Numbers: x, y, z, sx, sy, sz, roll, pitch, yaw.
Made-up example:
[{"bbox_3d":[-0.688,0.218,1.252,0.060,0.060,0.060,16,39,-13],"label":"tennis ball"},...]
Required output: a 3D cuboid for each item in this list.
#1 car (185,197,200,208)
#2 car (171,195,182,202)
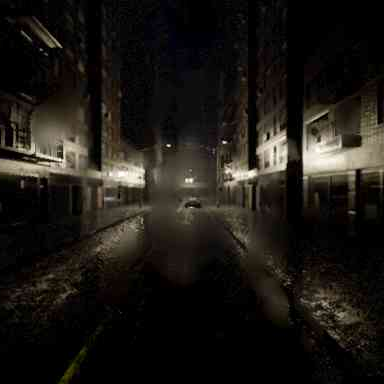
[{"bbox_3d":[0.112,1.385,44.792,1.994,1.385,4.181,0,0,0],"label":"car"},{"bbox_3d":[-2.994,1.285,65.373,1.812,1.442,4.674,0,0,0],"label":"car"}]
